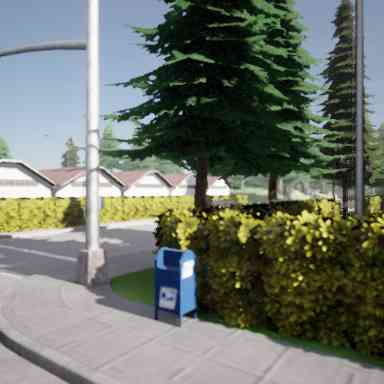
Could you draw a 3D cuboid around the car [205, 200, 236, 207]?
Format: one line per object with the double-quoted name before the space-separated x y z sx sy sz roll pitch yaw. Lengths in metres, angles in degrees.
"car" 2.598 1.503 29.874 2.097 1.767 4.553 0 0 36
